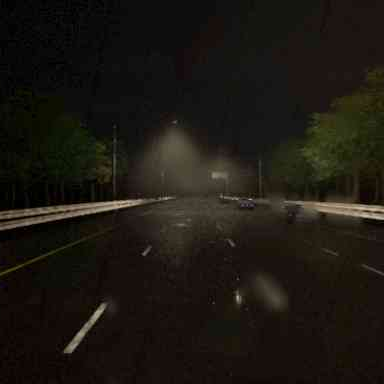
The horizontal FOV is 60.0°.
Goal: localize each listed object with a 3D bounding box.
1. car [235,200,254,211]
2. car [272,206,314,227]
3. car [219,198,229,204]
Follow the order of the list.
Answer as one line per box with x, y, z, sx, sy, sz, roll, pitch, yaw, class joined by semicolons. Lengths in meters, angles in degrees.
7.109;1.778;45.163;2.033;1.411;5.357;0;0;0;car
7.029;1.642;23.491;1.994;1.385;4.181;0;0;0;car
7.307;2.024;75.560;1.994;1.385;4.181;0;0;0;car
